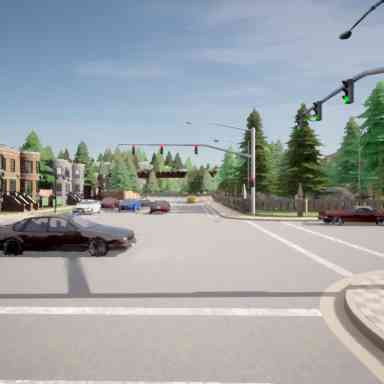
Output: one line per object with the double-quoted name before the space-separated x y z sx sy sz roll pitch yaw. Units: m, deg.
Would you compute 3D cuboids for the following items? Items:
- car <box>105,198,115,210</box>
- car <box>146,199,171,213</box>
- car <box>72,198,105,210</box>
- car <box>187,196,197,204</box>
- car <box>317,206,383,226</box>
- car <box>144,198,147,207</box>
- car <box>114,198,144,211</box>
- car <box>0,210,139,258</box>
"car" -10.658 1.477 43.033 1.882 1.535 5.008 0 0 0
"car" -3.468 1.564 36.599 1.994 1.385 4.181 0 0 0
"car" -10.652 1.526 33.980 1.812 1.442 4.674 0 0 0
"car" -0.007 1.477 64.870 1.882 1.535 5.008 0 0 0
"car" 11.151 1.601 22.850 4.718 1.301 1.895 0 0 2
"car" -7.146 1.564 48.306 1.994 1.385 4.181 0 0 0
"car" -7.158 1.477 38.319 1.882 1.535 5.008 0 0 0
"car" -4.843 1.547 12.307 5.357 1.411 2.033 0 0 2
